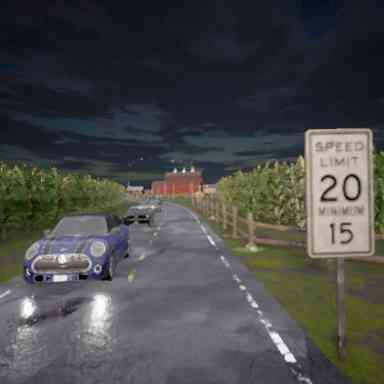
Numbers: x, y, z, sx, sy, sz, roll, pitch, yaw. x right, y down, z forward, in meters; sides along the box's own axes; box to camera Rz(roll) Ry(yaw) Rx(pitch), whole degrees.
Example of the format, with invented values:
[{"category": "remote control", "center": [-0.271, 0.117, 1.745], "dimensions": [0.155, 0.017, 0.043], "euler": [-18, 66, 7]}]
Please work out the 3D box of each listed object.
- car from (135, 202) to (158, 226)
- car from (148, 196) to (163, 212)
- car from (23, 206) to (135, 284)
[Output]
[{"category": "car", "center": [-3.712, 1.682, 23.849], "dimensions": [1.895, 1.301, 4.718], "euler": [-1, 0, -2]}, {"category": "car", "center": [-4.473, 1.616, 39.014], "dimensions": [2.128, 1.511, 4.902], "euler": [-2, 0, -5]}, {"category": "car", "center": [-3.171, 1.429, 10.018], "dimensions": [2.097, 1.767, 4.553], "euler": [-1, 0, -2]}]
